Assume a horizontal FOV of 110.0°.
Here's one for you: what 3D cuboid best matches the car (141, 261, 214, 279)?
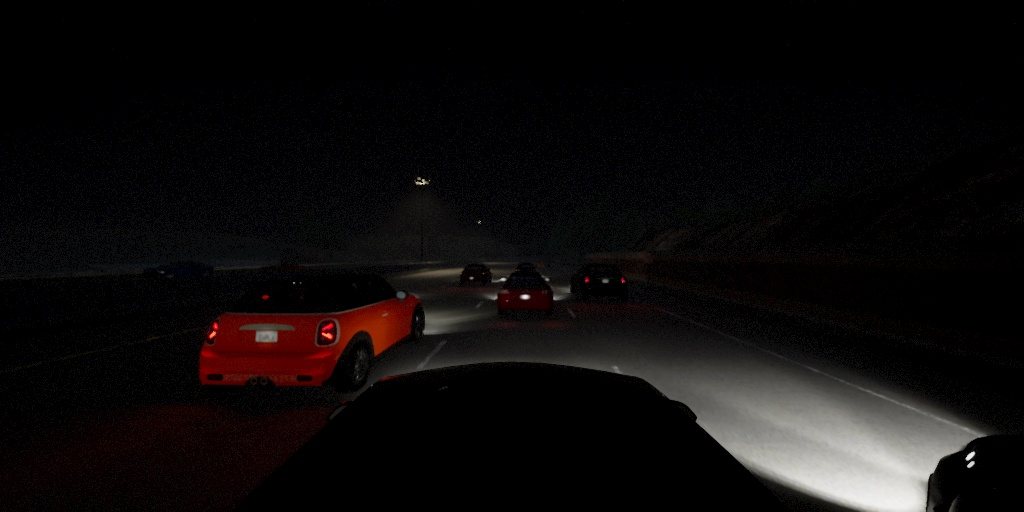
[{"bbox_3d":[-27.103,1.147,29.297,1.882,1.535,5.008,0,0,3],"label":"car"}]

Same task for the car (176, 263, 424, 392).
[{"bbox_3d":[-3.218,1.093,6.899,2.097,1.767,4.553,0,0,1],"label":"car"}]

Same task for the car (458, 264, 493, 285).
[{"bbox_3d":[-2.548,1.273,25.740,1.812,1.442,4.674,0,0,2],"label":"car"}]

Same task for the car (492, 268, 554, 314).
[{"bbox_3d":[0.506,1.319,13.809,1.994,1.385,4.181,0,0,2],"label":"car"}]

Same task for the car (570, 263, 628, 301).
[{"bbox_3d":[4.152,1.119,17.742,2.097,1.767,4.553,0,0,2],"label":"car"}]

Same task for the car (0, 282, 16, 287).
[{"bbox_3d":[-17.355,1.222,10.046,1.812,1.442,4.674,0,0,2],"label":"car"}]

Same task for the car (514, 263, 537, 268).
[{"bbox_3d":[1.169,1.287,31.258,1.812,1.442,4.674,0,0,2],"label":"car"}]

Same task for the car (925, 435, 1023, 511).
[{"bbox_3d":[3.680,1.325,0.527,1.994,1.385,4.181,0,0,0],"label":"car"}]

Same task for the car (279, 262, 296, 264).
[{"bbox_3d":[-23.262,1.285,36.549,1.895,1.301,4.718,0,0,3],"label":"car"}]

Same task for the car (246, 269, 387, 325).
[{"bbox_3d":[-6.548,1.279,12.989,2.033,1.411,5.357,0,0,2],"label":"car"}]
